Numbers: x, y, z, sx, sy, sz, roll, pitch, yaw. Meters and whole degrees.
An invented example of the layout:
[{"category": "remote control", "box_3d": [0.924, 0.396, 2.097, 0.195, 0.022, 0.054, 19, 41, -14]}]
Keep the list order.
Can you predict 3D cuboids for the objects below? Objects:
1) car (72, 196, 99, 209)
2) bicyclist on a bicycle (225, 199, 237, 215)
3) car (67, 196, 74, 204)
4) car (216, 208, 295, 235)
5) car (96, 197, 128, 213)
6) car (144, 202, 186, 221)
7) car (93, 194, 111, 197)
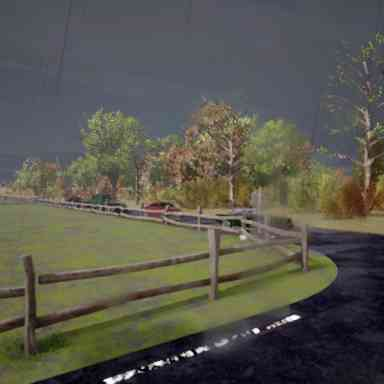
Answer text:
[{"category": "car", "box_3d": [-14.365, 1.599, 45.117, 1.994, 1.385, 4.181, 0, 0, -34]}, {"category": "bicyclist on a bicycle", "box_3d": [3.562, 1.480, 29.658, 1.656, 1.620, 0.582, -1, 0, -35]}, {"category": "car", "box_3d": [-21.003, 1.507, 59.792, 1.882, 1.535, 5.008, 0, 0, -35]}, {"category": "car", "box_3d": [3.547, 1.614, 19.196, 1.895, 1.301, 4.718, 0, 0, -35]}, {"category": "car", "box_3d": [-8.645, 1.600, 36.801, 1.994, 1.385, 4.181, 0, 0, -35]}, {"category": "car", "box_3d": [-2.370, 1.554, 27.732, 1.812, 1.442, 4.674, 0, 0, -35]}, {"category": "car", "box_3d": [-13.572, 1.260, 49.080, 2.150, 2.045, 5.566, 0, 0, -35]}]
